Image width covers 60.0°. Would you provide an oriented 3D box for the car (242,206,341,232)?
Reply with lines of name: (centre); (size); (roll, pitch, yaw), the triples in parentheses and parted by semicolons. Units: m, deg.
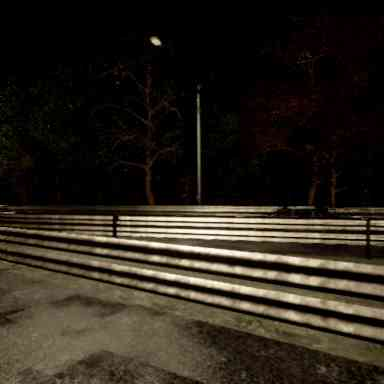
car: (5.088, 1.554, 17.355); (4.856, 1.649, 2.033); (-1, 0, 20)
